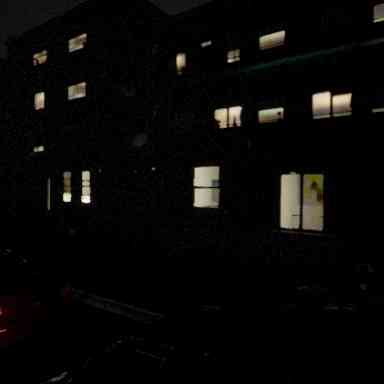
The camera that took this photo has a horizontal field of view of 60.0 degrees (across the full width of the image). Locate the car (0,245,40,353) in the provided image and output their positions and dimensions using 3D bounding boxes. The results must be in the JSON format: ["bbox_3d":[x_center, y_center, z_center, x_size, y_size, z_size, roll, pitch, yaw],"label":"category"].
[{"bbox_3d":[-3.657,1.539,5.478,4.206,1.307,1.802,1,1,35],"label":"car"}]

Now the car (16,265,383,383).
[{"bbox_3d":[0.861,1.437,2.256,4.097,1.590,1.967,1,1,35],"label":"car"}]
